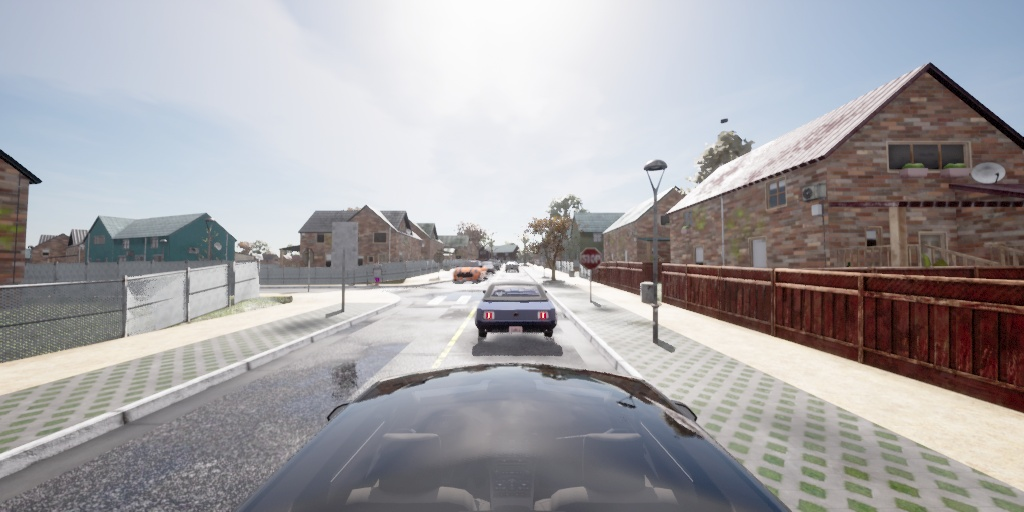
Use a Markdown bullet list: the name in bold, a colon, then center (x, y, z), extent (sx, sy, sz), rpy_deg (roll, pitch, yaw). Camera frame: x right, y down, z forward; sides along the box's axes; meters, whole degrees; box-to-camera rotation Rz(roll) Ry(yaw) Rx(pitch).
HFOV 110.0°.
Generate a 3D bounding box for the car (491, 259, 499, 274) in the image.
- **car**: center (-2.916, 1.399, 42.164), extent (2.033, 1.411, 5.357), rpy_deg (0, 0, 0)

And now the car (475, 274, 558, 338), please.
- **car**: center (0.085, 1.361, 10.231), extent (1.895, 1.301, 4.718), rpy_deg (0, 0, 0)

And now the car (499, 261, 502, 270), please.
- **car**: center (-2.918, 1.260, 54.041), extent (2.097, 1.767, 4.553), rpy_deg (0, 0, 0)

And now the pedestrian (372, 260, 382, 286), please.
- **pedestrian**: center (-9.955, 1.223, 26.540), extent (0.375, 1.860, 0.375), rpy_deg (0, -2, 5)

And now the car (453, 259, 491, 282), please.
- **car**: center (-3.353, 1.166, 29.410), extent (2.097, 1.767, 4.553), rpy_deg (0, 0, 6)

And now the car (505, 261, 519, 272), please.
- **car**: center (0.019, 1.434, 50.104), extent (2.033, 1.411, 5.357), rpy_deg (0, 0, 0)
